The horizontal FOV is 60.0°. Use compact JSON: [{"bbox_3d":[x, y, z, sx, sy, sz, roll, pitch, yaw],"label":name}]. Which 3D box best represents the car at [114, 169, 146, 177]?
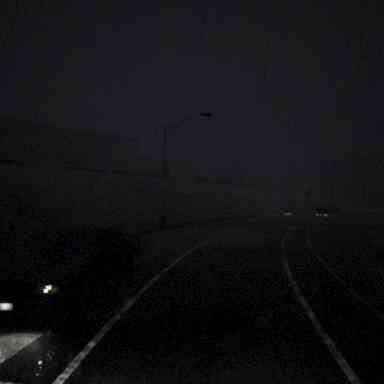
[{"bbox_3d":[-10.102,-2.735,51.151,4.892,1.521,2.231,3,-5,-41],"label":"car"}]

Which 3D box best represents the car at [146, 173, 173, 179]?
[{"bbox_3d":[-5.963,-2.427,54.834,4.674,1.452,2.002,4,-5,-42],"label":"car"}]

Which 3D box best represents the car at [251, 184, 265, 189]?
[{"bbox_3d":[13.488,-1.018,74.546,2.231,1.521,4.892,-3,-5,42],"label":"car"}]

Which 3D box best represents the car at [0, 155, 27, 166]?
[{"bbox_3d":[-22.595,-3.561,40.464,4.553,1.767,2.185,3,-5,-40],"label":"car"}]

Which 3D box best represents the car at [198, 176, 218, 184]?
[{"bbox_3d":[2.055,-2.031,62.461,4.553,1.767,2.185,4,-5,-44],"label":"car"}]

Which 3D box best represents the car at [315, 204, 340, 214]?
[{"bbox_3d":[18.900,2.329,46.288,4.181,1.385,1.994,2,-4,-41],"label":"car"}]

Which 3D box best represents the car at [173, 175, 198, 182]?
[{"bbox_3d":[-1.905,-2.189,58.610,5.008,1.535,2.097,4,-5,-43],"label":"car"}]

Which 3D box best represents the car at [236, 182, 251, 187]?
[{"bbox_3d":[9.853,-1.274,70.532,2.002,1.452,4.674,-3,-5,43],"label":"car"}]

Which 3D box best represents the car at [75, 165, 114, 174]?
[{"bbox_3d":[-14.287,-2.978,47.561,4.892,1.521,2.231,3,-5,-40],"label":"car"}]

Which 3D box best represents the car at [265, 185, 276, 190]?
[{"bbox_3d":[17.173,-0.813,78.808,2.185,1.767,4.553,-3,-5,41],"label":"car"}]

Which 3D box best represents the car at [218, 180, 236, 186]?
[{"bbox_3d":[6.065,-1.577,66.529,2.163,1.488,4.792,-4,-5,44],"label":"car"}]

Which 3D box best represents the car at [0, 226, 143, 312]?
[{"bbox_3d":[-2.762,1.580,8.270,2.033,1.411,5.357,0,-1,9],"label":"car"}]

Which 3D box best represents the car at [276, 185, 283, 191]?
[{"bbox_3d":[20.764,-0.584,83.114,2.435,2.045,5.566,-3,-6,40],"label":"car"}]
